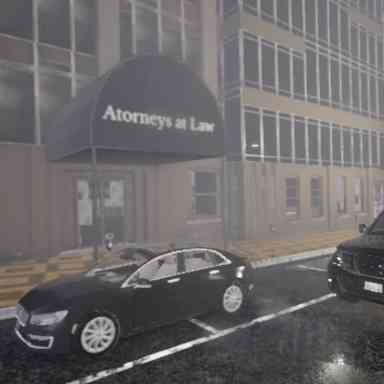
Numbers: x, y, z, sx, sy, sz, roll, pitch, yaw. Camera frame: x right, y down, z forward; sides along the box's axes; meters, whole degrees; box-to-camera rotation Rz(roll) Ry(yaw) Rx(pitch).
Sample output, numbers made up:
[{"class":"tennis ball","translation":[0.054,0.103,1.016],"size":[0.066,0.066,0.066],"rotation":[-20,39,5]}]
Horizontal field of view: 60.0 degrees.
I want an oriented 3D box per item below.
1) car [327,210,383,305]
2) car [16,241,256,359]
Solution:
[{"class":"car","translation":[5.309,1.283,7.382],"size":[5.566,2.045,2.150],"rotation":[0,-1,-37]},{"class":"car","translation":[-0.727,1.642,6.056],"size":[4.403,1.369,2.008],"rotation":[0,-2,-37]}]
